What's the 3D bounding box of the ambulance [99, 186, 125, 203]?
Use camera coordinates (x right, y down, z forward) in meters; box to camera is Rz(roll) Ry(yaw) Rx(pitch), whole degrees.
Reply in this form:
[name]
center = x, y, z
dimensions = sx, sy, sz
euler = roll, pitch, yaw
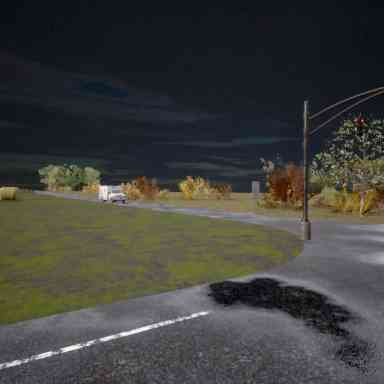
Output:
[ambulance]
center = -11.962, 0.341, 50.021
dimensions = 2.351, 2.431, 6.366
euler = 2, 0, -32
